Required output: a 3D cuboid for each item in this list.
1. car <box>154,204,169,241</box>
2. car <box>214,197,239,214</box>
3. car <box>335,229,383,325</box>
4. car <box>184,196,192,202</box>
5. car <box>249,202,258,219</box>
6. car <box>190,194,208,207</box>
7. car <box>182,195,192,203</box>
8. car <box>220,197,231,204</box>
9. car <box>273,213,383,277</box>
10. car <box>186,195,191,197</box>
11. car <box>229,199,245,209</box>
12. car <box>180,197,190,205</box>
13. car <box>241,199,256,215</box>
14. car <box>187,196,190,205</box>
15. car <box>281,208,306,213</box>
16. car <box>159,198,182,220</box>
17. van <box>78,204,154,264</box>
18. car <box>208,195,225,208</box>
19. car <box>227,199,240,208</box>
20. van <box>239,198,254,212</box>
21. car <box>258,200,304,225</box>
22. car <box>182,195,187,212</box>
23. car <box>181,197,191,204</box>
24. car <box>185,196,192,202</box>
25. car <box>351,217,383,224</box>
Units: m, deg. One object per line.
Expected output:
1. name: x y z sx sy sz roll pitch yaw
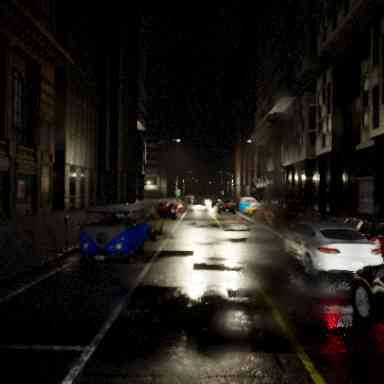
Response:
1. car: -2.441 1.550 16.942 1.752 1.417 4.829 1 0 1
2. car: 3.837 1.685 37.865 1.837 1.490 4.892 1 0 2
3. car: 3.893 1.570 4.432 1.837 1.490 4.892 1 0 1
4. car: -1.006 1.816 84.148 1.752 1.417 4.829 1 0 1
5. car: 6.323 1.758 28.146 1.802 1.307 4.206 1 0 1
6. car: 1.199 1.571 58.013 2.097 1.767 4.553 1 0 1
7. car: -1.118 1.583 78.718 2.192 1.841 5.009 1 0 1
8. car: 7.281 1.898 72.952 1.887 1.381 4.507 1 0 1
9. car: 4.081 1.612 10.428 1.812 1.442 4.674 1 0 1
10. car: -1.481 1.750 61.916 2.008 1.369 4.403 1 0 1
11. car: 6.802 1.845 50.549 1.802 1.307 4.206 1 0 1
12. car: -1.364 1.746 67.346 1.752 1.417 4.829 1 0 1
13. car: 6.448 1.723 33.916 1.752 1.417 4.829 1 0 1
14. car: -1.721 1.720 50.715 1.947 1.339 4.313 1 0 1
15. car: 6.084 1.716 16.944 1.802 1.307 4.206 1 0 1
16. car: -2.197 1.508 28.314 1.967 1.590 4.097 1 0 1
17. van: -2.554 1.346 11.513 1.690 1.788 3.998 1 0 1
18. car: 4.058 1.452 51.337 2.150 2.045 5.566 1 0 1
19. car: 6.922 1.867 56.149 1.802 1.307 4.206 1 0 1
20. van: 6.566 1.560 39.348 1.690 1.788 3.998 1 0 1
21. car: 6.208 1.470 22.546 2.192 1.841 5.009 1 0 1
22. car: -1.958 1.551 39.515 1.967 1.590 4.097 1 0 1
23. car: -1.242 1.789 73.117 1.887 1.381 4.507 1 0 1
24. car: -0.886 1.839 89.748 1.752 1.417 4.829 1 0 1
25. car: 5.967 1.553 11.344 1.967 1.590 4.097 1 0 1
